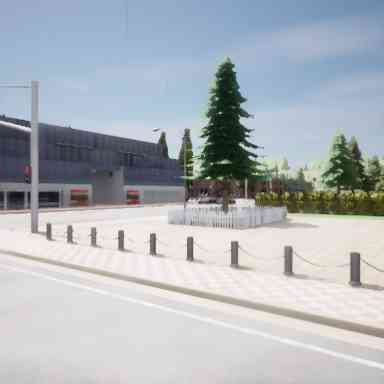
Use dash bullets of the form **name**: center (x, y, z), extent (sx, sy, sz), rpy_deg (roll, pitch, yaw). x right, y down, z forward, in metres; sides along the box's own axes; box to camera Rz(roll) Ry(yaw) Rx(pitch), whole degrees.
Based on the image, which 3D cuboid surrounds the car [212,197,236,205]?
- **car**: center (5.951, 1.606, 57.839), extent (1.994, 1.385, 4.181), rpy_deg (0, 0, 36)

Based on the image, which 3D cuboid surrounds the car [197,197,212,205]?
- **car**: center (3.107, 1.611, 59.880), extent (2.033, 1.411, 5.357), rpy_deg (0, 0, 36)
